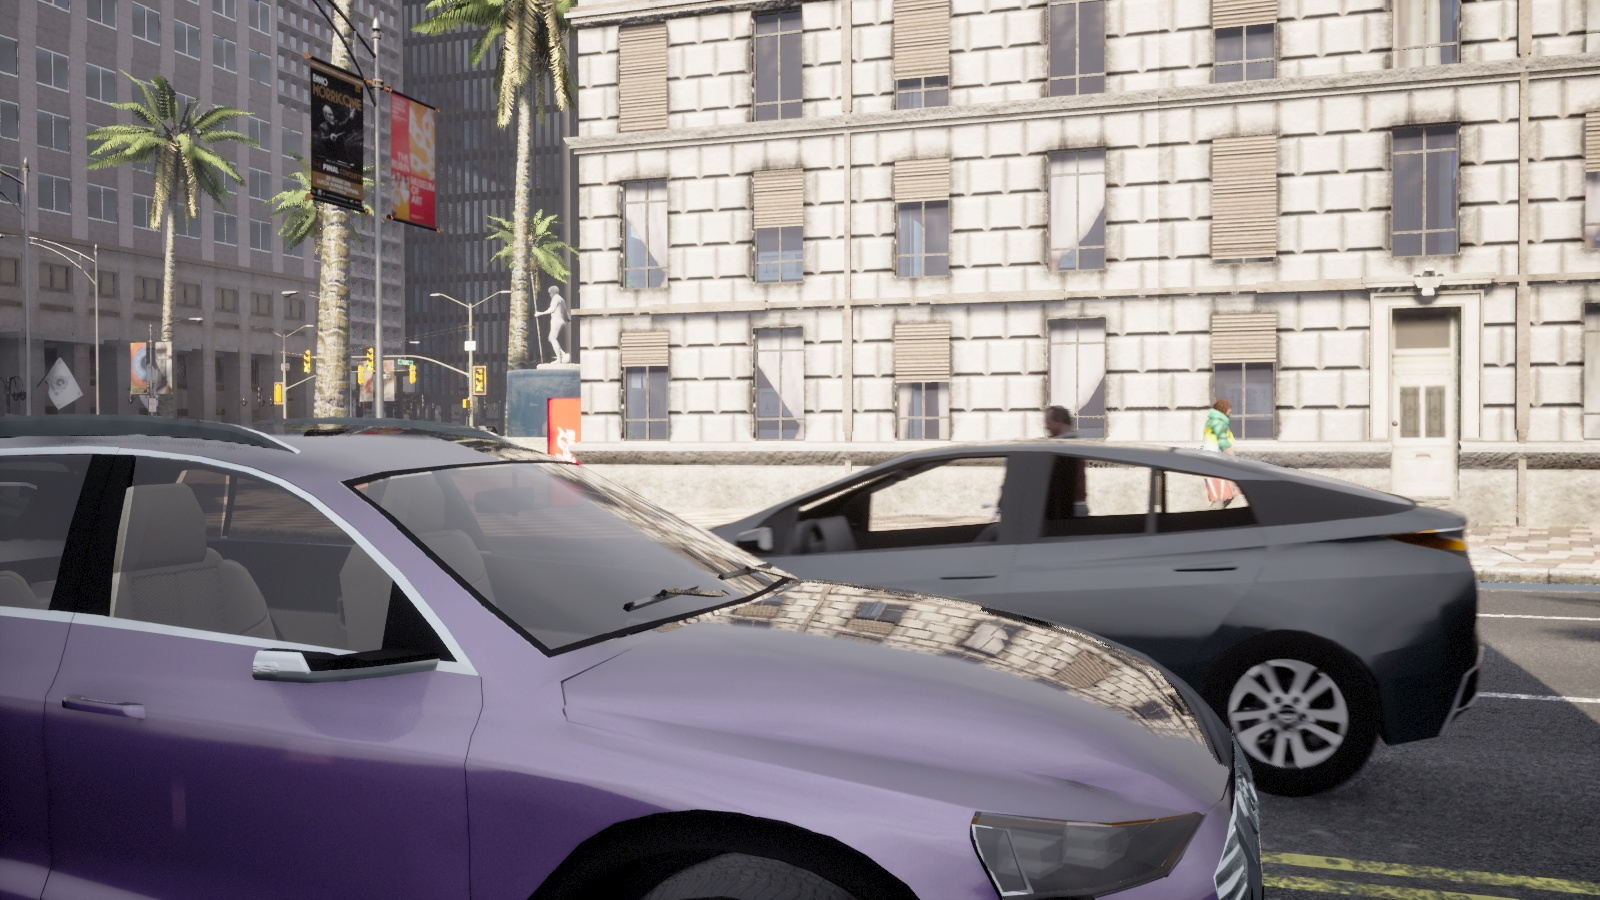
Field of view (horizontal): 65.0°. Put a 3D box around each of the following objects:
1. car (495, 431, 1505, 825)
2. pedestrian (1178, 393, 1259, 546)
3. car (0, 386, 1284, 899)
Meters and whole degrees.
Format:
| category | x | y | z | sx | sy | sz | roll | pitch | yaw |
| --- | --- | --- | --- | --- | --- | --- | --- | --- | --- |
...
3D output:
| category | x | y | z | sx | sy | sz | roll | pitch | yaw |
| --- | --- | --- | --- | --- | --- | --- | --- | --- | --- |
| car | 0.919 | 0.672 | 6.568 | 4.514 | 1.525 | 2.007 | 1 | 1 | 18 |
| pedestrian | 5.469 | 0.241 | 16.430 | 0.873 | 1.952 | 0.659 | 0 | 1 | 7 |
| car | -1.255 | 0.694 | 3.623 | 4.856 | 1.649 | 2.033 | 1 | 1 | 19 |
